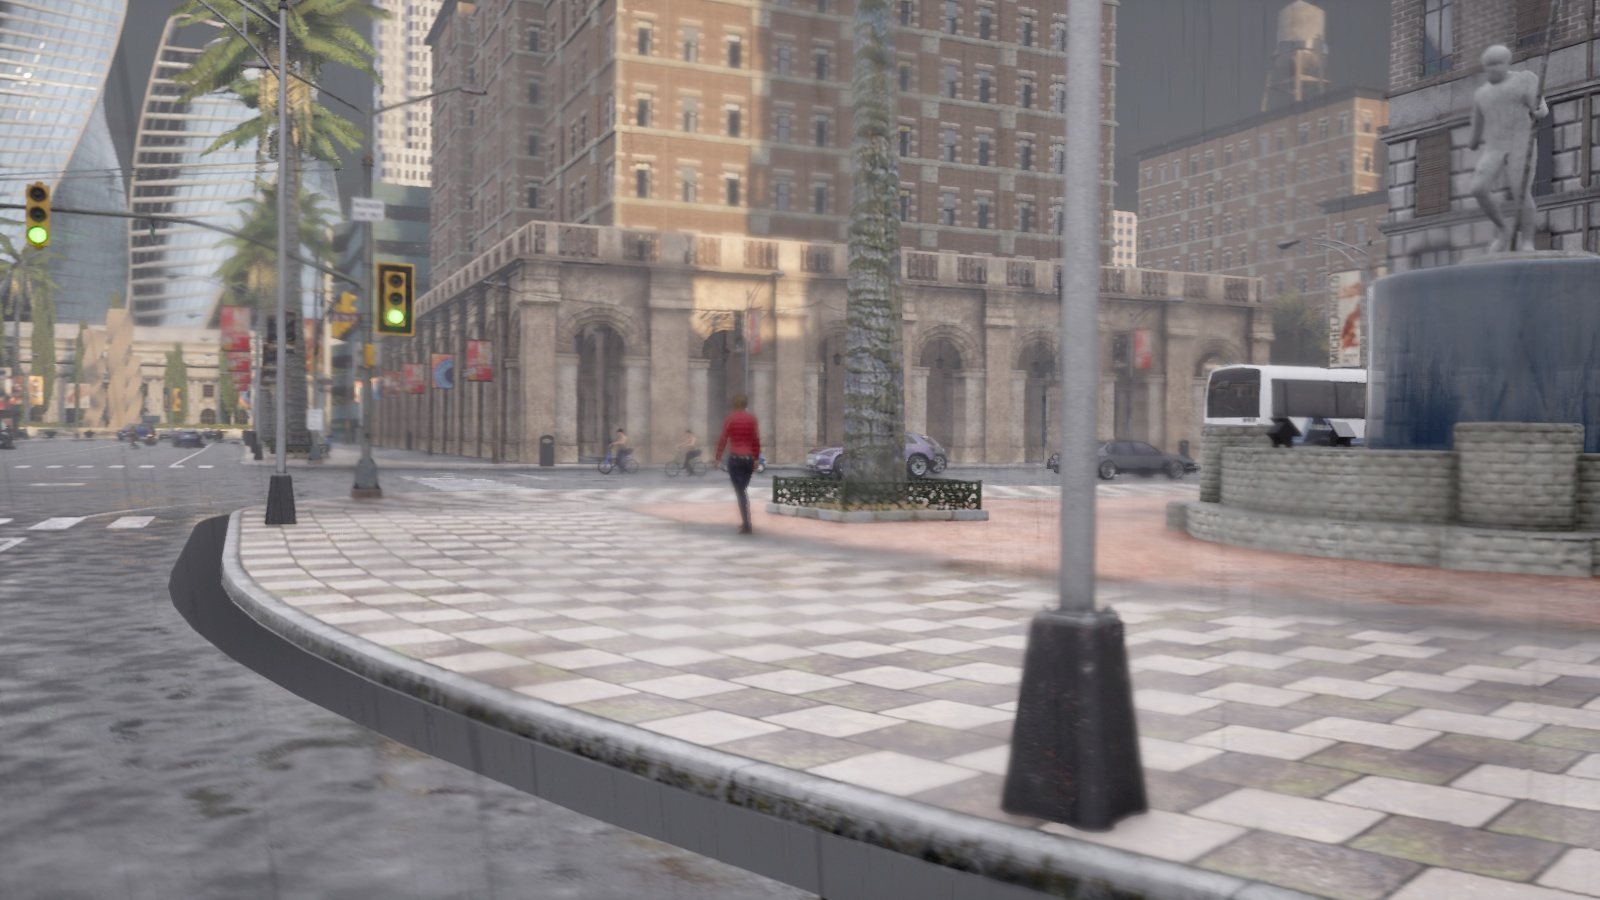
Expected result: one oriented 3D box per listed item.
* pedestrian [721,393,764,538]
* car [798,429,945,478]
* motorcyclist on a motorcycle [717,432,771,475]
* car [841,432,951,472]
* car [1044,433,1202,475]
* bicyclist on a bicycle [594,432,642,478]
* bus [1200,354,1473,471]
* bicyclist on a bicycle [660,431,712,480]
[{"bbox_3d":[-0.749,0.193,16.252,0.331,1.846,0.636,-1,1,-25],"label":"pedestrian"},{"bbox_3d":[2.559,0.082,44.905,4.856,1.649,2.033,-1,1,-24],"label":"car"},{"bbox_3d":[-2.075,0.122,46.657,1.817,1.590,0.866,-1,1,-24],"label":"motorcyclist on a motorcycle"},{"bbox_3d":[3.750,0.053,49.267,3.806,1.475,1.970,-1,1,-24],"label":"car"},{"bbox_3d":[11.608,0.123,45.102,5.357,1.411,2.033,-1,1,-24],"label":"car"},{"bbox_3d":[-6.471,0.167,44.608,1.509,1.612,0.866,-1,1,-24],"label":"bicyclist on a bicycle"},{"bbox_3d":[21.116,-1.432,49.346,10.273,4.253,3.944,-1,1,-24],"label":"bus"},{"bbox_3d":[-3.829,0.177,42.052,1.509,1.612,0.866,-1,1,-24],"label":"bicyclist on a bicycle"}]
